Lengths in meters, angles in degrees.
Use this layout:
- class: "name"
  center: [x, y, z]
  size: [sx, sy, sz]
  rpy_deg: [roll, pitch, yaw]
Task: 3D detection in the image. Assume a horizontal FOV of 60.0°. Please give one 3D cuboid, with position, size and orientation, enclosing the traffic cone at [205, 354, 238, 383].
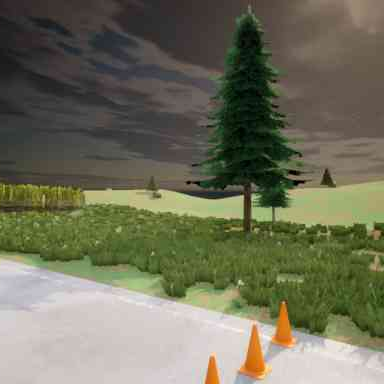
- class: "traffic cone"
  center: [0.209, 1.955, 3.385]
  size: [0.340, 0.580, 0.340]
  rpy_deg: [0, 0, 36]

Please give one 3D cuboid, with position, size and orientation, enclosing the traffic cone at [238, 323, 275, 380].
- class: "traffic cone"
  center: [0.793, 1.955, 4.196]
  size: [0.340, 0.580, 0.340]
  rpy_deg: [0, 0, 36]

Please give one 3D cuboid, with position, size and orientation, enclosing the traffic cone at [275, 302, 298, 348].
- class: "traffic cone"
  center: [1.378, 1.955, 5.007]
  size: [0.340, 0.580, 0.340]
  rpy_deg: [0, 0, 36]
